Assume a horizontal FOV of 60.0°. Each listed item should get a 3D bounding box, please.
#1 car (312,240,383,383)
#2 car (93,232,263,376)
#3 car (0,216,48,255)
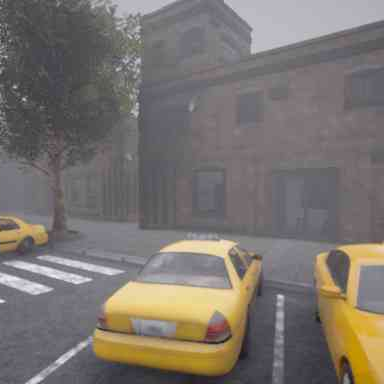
[{"bbox_3d":[2.674,1.487,4.217,2.097,1.535,5.008,0,-1,15],"label":"car"},{"bbox_3d":[0.266,1.509,6.124,1.946,1.575,5.366,0,-1,16],"label":"car"},{"bbox_3d":[-7.167,1.483,11.006,1.946,1.575,5.366,1,-1,16],"label":"car"}]
